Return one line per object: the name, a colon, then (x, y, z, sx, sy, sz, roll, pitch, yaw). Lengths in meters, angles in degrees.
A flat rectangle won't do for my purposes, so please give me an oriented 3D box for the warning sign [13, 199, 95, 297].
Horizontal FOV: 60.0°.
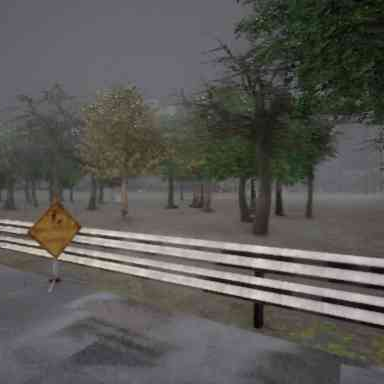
warning sign: (-2.993, 1.100, 7.292, 1.060, 1.860, 1.300, 0, 0, 35)
